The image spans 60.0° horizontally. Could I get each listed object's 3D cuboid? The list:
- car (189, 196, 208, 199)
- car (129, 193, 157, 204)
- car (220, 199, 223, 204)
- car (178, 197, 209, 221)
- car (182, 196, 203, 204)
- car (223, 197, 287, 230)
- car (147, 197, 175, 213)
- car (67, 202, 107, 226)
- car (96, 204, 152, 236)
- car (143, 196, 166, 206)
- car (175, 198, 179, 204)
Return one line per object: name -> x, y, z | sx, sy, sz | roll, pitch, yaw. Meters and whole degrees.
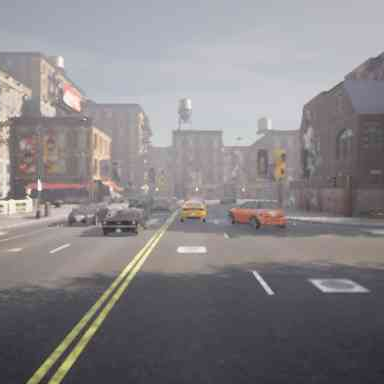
car -> 0.606, 1.501, 56.535 | 1.812, 1.442, 4.674 | 0, 0, 23
car -> -6.489, 1.202, 43.511 | 2.150, 2.045, 5.566 | 0, 0, 8
car -> 6.750, 1.538, 60.512 | 1.994, 1.385, 4.181 | 0, 0, 29
car -> 0.101, 1.466, 26.841 | 1.882, 1.535, 5.008 | 0, 0, 0
car -> 0.238, 1.478, 63.867 | 1.837, 1.490, 4.892 | 0, 0, 30
car -> 4.112, 1.343, 21.552 | 2.097, 1.767, 4.553 | 0, 0, -19
car -> -3.402, 1.548, 36.933 | 1.994, 1.385, 4.181 | 0, 0, 3
car -> -7.084, 1.481, 23.260 | 2.128, 1.511, 4.902 | 0, 0, 0
car -> -3.598, 1.593, 18.559 | 1.895, 1.301, 4.718 | 0, 0, 0
car -> -6.396, 1.495, 56.935 | 2.002, 1.452, 4.674 | 0, 0, 20
car -> -4.231, 1.568, 62.241 | 1.895, 1.301, 4.718 | 0, 0, 30
